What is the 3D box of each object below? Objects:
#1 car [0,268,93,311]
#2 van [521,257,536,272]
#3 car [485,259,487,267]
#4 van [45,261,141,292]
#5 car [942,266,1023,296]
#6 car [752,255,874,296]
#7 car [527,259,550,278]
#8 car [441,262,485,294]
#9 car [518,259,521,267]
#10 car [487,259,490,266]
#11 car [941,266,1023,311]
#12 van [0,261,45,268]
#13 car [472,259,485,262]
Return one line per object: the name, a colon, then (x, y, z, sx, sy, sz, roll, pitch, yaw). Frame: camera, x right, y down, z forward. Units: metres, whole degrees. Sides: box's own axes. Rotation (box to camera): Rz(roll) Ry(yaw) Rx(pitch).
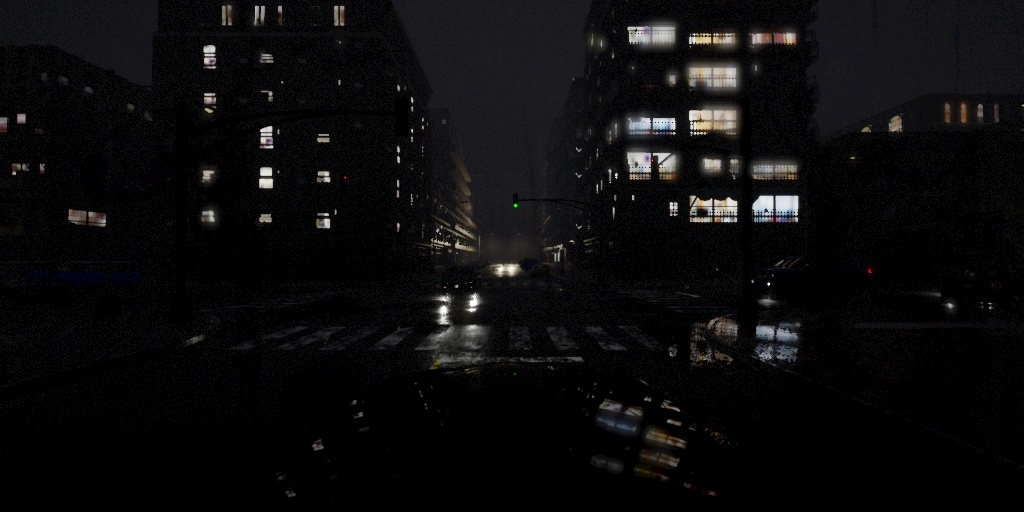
car: (-19.369, 1.290, 13.618, 4.403, 1.370, 2.007, 0, 0, 1)
van: (2.475, 1.119, 47.382, 1.690, 1.789, 3.998, 0, 0, 0)
car: (-5.468, 1.317, 58.443, 1.751, 1.417, 4.829, 0, 0, 0)
van: (-24.861, 1.191, 21.569, 3.998, 1.789, 1.690, 0, 0, 1)
car: (25.563, 1.243, 18.460, 4.674, 1.442, 1.812, 0, -1, 0)
car: (15.253, 0.960, 18.593, 5.566, 2.045, 2.150, 0, -1, 2)
car: (2.610, 1.289, 33.549, 1.751, 1.417, 4.829, 0, 0, 0)
car: (-2.801, 1.285, 20.533, 1.837, 1.490, 4.892, 0, 0, 0)
car: (2.427, 1.099, 53.035, 2.192, 1.841, 5.009, 0, 0, 0)
car: (-5.484, 1.381, 64.271, 1.802, 1.307, 4.207, 0, 0, 0)
car: (18.658, 1.103, 13.128, 4.097, 1.591, 1.967, 0, 0, 1)
van: (-30.455, 1.201, 21.641, 3.998, 1.789, 1.690, 0, 0, 1)
car: (-5.453, 1.367, 52.955, 1.802, 1.307, 4.207, 0, 0, 0)
